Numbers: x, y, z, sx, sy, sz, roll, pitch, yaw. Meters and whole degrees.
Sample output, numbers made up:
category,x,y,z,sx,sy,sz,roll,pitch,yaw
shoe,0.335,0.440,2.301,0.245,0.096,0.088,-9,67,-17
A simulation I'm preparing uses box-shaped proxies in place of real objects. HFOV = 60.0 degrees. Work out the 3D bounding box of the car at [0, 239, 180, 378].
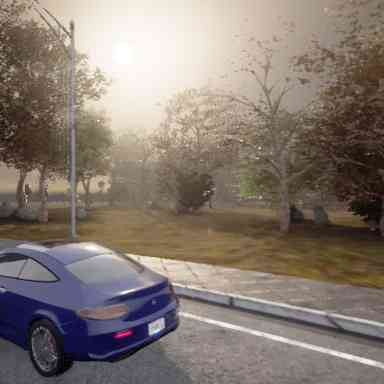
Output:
category,x,y,z,sx,sy,sz,roll,pitch,yaw
car,-2.352,1.520,5.466,4.674,1.442,1.812,0,0,34
